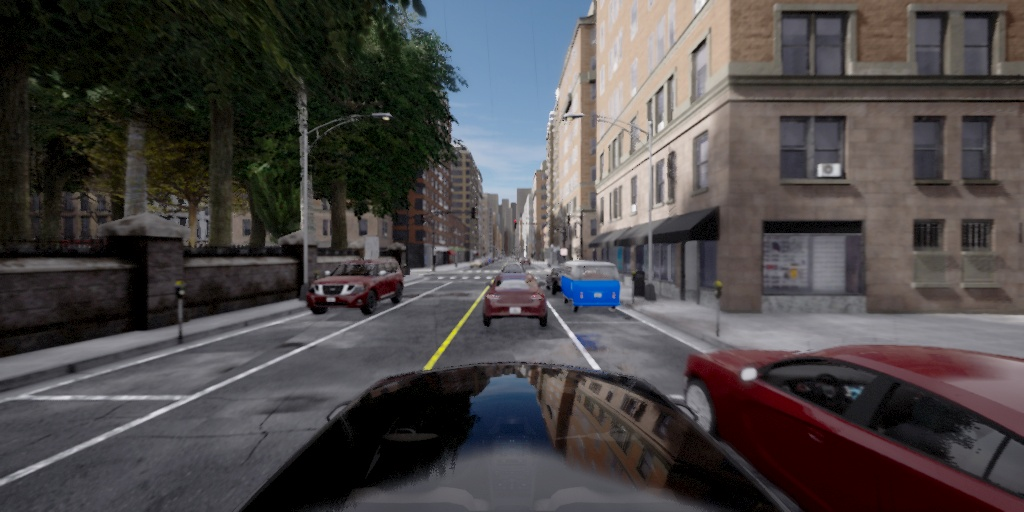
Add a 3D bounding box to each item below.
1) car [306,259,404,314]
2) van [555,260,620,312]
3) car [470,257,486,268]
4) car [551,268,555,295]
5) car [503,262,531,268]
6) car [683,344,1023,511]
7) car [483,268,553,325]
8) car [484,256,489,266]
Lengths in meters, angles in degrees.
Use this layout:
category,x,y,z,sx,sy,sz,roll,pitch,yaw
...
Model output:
category,x,y,z,sx,sy,sz,roll,pitch,yaw
car,-5.669,1.047,13.743,2.192,1.841,5.009,0,0,0
van,2.855,1.074,13.784,1.690,1.789,3.998,0,0,0
car,-5.676,1.170,57.262,1.751,1.417,4.829,0,0,0
car,2.854,1.289,19.445,1.948,1.339,4.313,0,0,0
car,0.089,1.312,25.446,1.895,1.301,4.718,0,0,0
car,2.857,1.294,2.463,1.888,1.381,4.507,0,0,0
car,0.103,1.263,11.566,1.812,1.442,4.674,0,-1,1
car,-5.677,1.186,62.882,2.007,1.370,4.403,0,0,0
